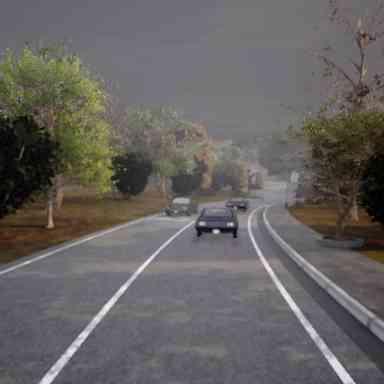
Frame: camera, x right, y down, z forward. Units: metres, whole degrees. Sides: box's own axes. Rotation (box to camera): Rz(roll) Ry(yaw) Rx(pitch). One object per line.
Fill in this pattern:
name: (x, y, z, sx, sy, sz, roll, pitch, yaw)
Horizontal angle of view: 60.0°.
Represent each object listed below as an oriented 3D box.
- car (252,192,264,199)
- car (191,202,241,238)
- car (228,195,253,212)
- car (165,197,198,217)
car: (12.846, 0.762, 65.503, 1.895, 1.301, 4.718, 2, 1, 23)
car: (1.330, 1.378, 16.491, 1.895, 1.301, 4.718, 1, 1, 7)
car: (4.634, 1.176, 33.028, 1.895, 1.301, 4.718, 2, 1, 15)
car: (-0.701, 1.114, 26.332, 1.812, 1.442, 4.674, 1, 1, 12)
